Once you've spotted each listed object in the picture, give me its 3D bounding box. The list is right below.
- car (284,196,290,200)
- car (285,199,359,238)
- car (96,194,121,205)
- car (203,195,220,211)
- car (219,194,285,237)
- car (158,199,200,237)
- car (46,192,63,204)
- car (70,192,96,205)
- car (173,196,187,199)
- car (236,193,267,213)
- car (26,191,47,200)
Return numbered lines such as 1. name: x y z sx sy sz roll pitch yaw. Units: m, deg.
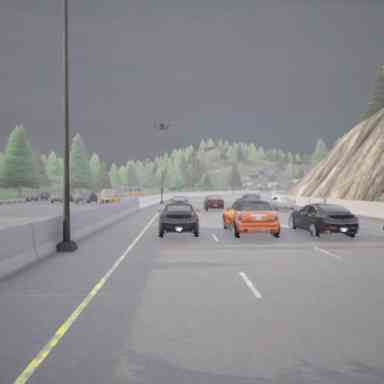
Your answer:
1. car: 9.250 1.146 34.444 1.812 1.442 4.674 0 0 -1
2. car: 6.357 1.320 16.534 1.837 1.490 4.892 0 1 -2
3. car: -11.640 1.010 47.563 1.882 1.535 5.008 0 1 3
4. car: 2.259 1.100 34.740 1.882 1.535 5.008 0 0 -1
5. car: 2.844 1.167 16.796 2.097 1.767 4.553 0 1 -2
6. car: -0.661 1.322 16.852 1.837 1.490 4.892 0 1 -2
7. car: -18.630 0.967 47.924 1.994 1.385 4.181 0 1 3
8. car: -15.134 0.769 47.771 2.097 1.767 4.553 0 1 3
9. car: -1.244 1.158 34.098 1.812 1.442 4.674 0 0 -1
10. car: 5.791 0.992 32.971 2.097 1.767 4.553 0 1 -1
11. car: -22.126 0.651 48.102 1.837 1.490 4.892 0 1 3
